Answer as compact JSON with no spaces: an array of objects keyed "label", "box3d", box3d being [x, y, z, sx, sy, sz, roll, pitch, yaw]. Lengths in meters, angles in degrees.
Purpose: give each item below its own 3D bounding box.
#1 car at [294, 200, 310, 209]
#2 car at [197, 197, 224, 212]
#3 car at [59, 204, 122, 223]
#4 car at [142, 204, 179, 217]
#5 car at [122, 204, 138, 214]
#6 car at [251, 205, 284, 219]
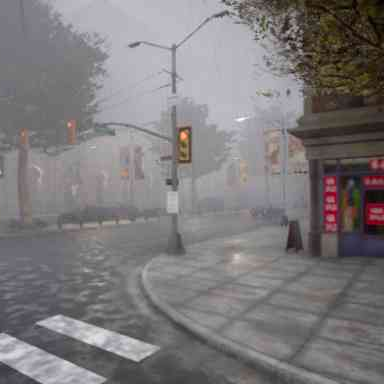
[{"label":"car","box3d":[18.925,2.044,56.438,1.882,1.535,5.008,-1,-1,35]},{"label":"car","box3d":[2.513,1.764,46.948,2.150,2.045,5.566,-1,-1,35]},{"label":"car","box3d":[-9.220,1.951,29.837,2.033,1.411,5.357,-1,-1,34]},{"label":"car","box3d":[-3.565,2.072,38.090,1.895,1.301,4.718,-1,-1,34]},{"label":"car","box3d":[-9.076,2.140,41.812,1.895,1.301,4.718,-1,-1,34]},{"label":"car","box3d":[7.759,1.961,33.920,1.895,1.301,4.718,-1,-1,34]}]
